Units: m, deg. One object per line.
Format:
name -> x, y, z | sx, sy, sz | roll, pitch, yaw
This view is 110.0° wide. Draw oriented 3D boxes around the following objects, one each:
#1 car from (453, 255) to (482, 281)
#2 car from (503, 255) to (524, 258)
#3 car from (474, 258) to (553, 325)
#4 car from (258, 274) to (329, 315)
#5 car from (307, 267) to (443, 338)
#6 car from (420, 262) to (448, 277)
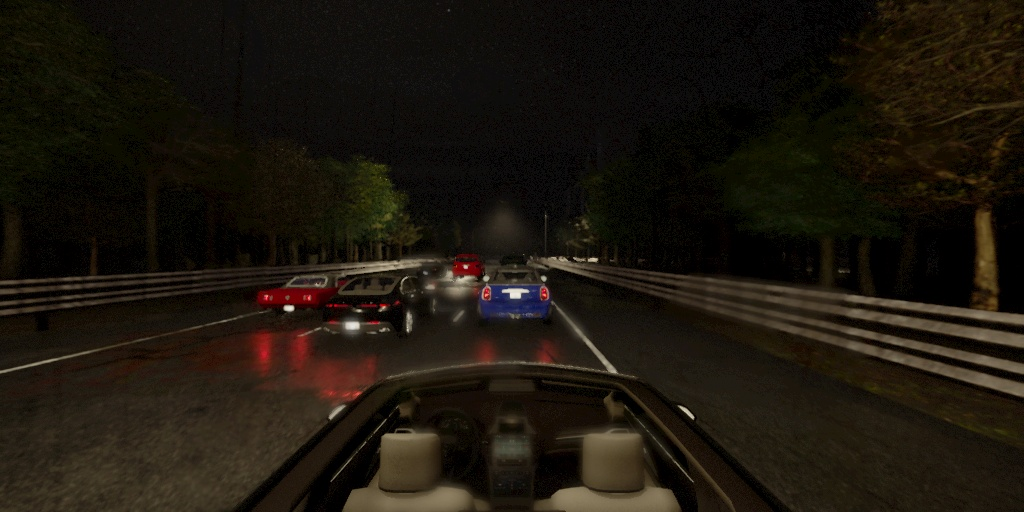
car -> -3.398, 0.908, 29.122 | 2.150, 2.045, 5.566 | 0, 0, 0
car -> 0.102, 0.908, 29.124 | 2.150, 2.045, 5.566 | 0, 0, 0
car -> 0.097, 1.081, 11.810 | 2.097, 1.767, 4.553 | 0, 0, 0
car -> -6.900, 1.326, 13.331 | 1.895, 1.301, 4.718 | 0, 0, 0
car -> -3.404, 1.238, 10.089 | 1.837, 1.490, 4.892 | 0, 0, 0
car -> -6.911, 1.206, 31.071 | 1.812, 1.442, 4.674 | 0, 0, 0
